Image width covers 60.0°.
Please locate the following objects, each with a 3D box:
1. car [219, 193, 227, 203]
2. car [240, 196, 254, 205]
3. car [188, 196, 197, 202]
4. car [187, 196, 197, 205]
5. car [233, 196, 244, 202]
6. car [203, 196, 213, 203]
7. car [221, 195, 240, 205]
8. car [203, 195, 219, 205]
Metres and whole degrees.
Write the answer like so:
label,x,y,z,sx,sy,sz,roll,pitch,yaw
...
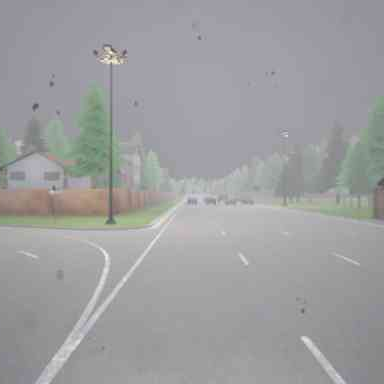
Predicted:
label,x,y,z,sx,sy,sz,roll,pitch,yaw
car,7.011,1.344,75.855,2.150,2.045,5.566,0,0,0
car,10.551,1.662,63.660,2.128,1.511,4.902,0,0,1
car,0.011,1.603,74.994,1.994,1.385,4.181,0,0,0
car,0.051,1.650,63.762,1.882,1.535,5.008,0,-1,1
car,10.511,1.602,74.993,1.994,1.385,4.181,0,0,0
car,3.511,1.590,74.994,2.033,1.411,5.357,0,0,0
car,7.029,1.713,61.573,2.033,1.411,5.357,0,0,0
car,3.542,1.670,63.011,1.837,1.490,4.892,0,-1,1
